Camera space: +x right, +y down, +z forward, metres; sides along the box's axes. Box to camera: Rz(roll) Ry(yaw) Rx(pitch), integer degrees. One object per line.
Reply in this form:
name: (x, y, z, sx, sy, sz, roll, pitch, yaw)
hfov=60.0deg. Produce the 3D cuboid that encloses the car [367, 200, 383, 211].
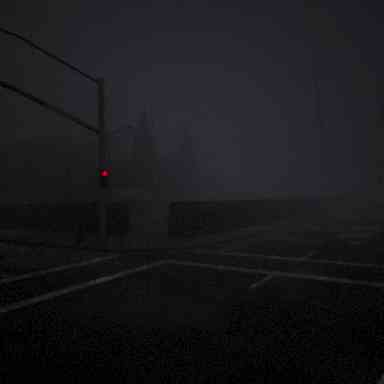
car: (26.539, 1.950, 48.078, 1.882, 1.535, 5.008, -2, -1, 34)
